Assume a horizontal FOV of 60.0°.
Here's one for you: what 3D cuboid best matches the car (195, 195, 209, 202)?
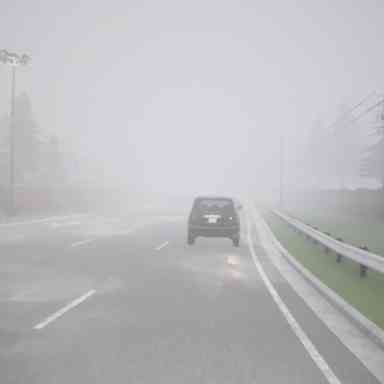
[{"bbox_3d":[2.039,1.260,66.787,2.033,1.411,5.357,1,0,9],"label":"car"}]

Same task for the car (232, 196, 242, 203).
[{"bbox_3d":[9.265,1.439,67.649,1.895,1.301,4.718,1,0,9],"label":"car"}]

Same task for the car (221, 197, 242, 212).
[{"bbox_3d":[4.601,1.395,37.902,2.128,1.511,4.902,1,0,9],"label":"car"}]

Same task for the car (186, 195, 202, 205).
[{"bbox_3d":[0.390,1.278,56.499,1.837,1.490,4.892,1,0,9],"label":"car"}]

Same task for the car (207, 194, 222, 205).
[{"bbox_3d":[3.909,1.172,56.326,2.097,1.767,4.553,1,0,9],"label":"car"}]

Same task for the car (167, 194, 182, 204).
[{"bbox_3d":[-3.000,1.290,57.464,1.994,1.385,4.181,1,0,9],"label":"car"}]

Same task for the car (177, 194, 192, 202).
[{"bbox_3d":[-1.416,1.161,67.340,2.128,1.511,4.902,1,0,9],"label":"car"}]

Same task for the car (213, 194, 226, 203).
[{"bbox_3d":[5.495,1.267,66.233,2.128,1.511,4.902,1,0,9],"label":"car"}]

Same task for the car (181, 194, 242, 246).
[{"bbox_3d":[1.108,1.172,15.335,2.150,2.045,5.566,1,0,7],"label":"car"}]
